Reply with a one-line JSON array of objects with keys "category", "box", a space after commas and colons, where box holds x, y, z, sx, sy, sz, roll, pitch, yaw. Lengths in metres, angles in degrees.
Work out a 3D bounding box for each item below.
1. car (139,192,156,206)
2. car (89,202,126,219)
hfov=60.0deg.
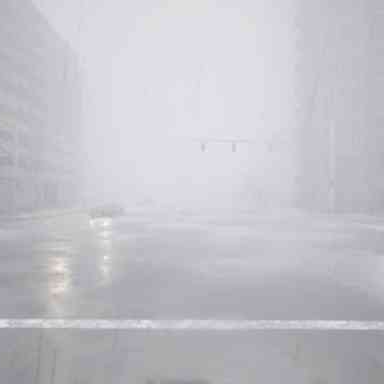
[{"category": "car", "box": [-7.109, 1.104, 53.724, 2.150, 2.045, 5.566, 0, 1, 0]}, {"category": "car", "box": [-7.224, 1.584, 28.766, 1.994, 1.385, 4.181, 0, 1, 7]}]
